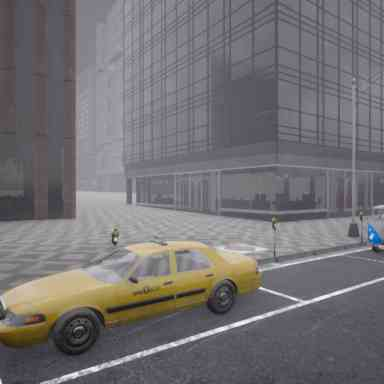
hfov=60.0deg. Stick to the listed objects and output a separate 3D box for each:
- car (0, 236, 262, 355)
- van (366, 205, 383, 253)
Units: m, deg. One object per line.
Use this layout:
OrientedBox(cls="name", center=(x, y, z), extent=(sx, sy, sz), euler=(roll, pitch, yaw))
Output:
OrientedBox(cls="car", center=(-0.849, 1.525, 6.042), extent=(4.829, 1.417, 1.752), euler=(0, 0, -35))
OrientedBox(cls="van", center=(8.151, 1.341, 12.446), extent=(3.998, 1.788, 1.690), euler=(0, 0, -35))
